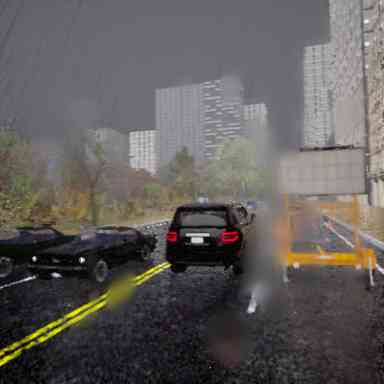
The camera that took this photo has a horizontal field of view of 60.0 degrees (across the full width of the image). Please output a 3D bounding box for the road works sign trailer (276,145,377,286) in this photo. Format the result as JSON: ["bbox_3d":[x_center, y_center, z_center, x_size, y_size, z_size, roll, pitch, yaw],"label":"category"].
[{"bbox_3d":[3.731,0.505,9.677,2.380,3.560,2.880,-2,-1,16],"label":"road works sign trailer"}]

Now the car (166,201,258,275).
[{"bbox_3d":[0.902,1.357,11.156,2.150,2.045,5.566,-2,-1,16],"label":"car"}]

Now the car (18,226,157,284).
[{"bbox_3d":[-2.847,1.825,10.594,1.895,1.301,4.718,-2,-1,16],"label":"car"}]

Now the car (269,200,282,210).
[{"bbox_3d":[13.486,2.070,53.861,1.812,1.442,4.674,-2,-1,17],"label":"car"}]

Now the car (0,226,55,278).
[{"bbox_3d":[-5.963,1.919,11.511,1.895,1.301,4.718,-2,-1,16],"label":"car"}]

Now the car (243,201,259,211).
[{"bbox_3d":[9.041,2.125,50.929,1.812,1.442,4.674,-2,-1,17],"label":"car"}]

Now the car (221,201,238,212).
[{"bbox_3d":[5.924,2.219,51.840,1.812,1.442,4.674,-2,-1,17],"label":"car"}]
